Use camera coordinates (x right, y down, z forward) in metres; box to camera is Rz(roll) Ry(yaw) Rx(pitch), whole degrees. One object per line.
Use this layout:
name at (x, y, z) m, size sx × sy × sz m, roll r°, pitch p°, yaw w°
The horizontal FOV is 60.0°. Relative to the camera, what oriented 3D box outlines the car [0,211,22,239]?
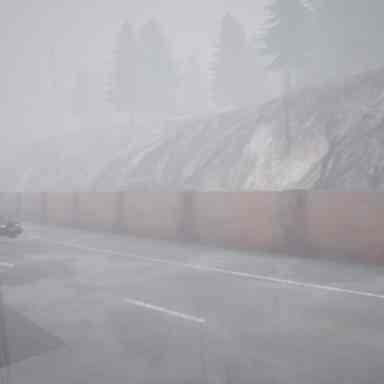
car at (-10.645, 1.658, 17.199) m, size 5.357 × 1.411 × 2.033 m, roll 0°, pitch 0°, yaw 42°
